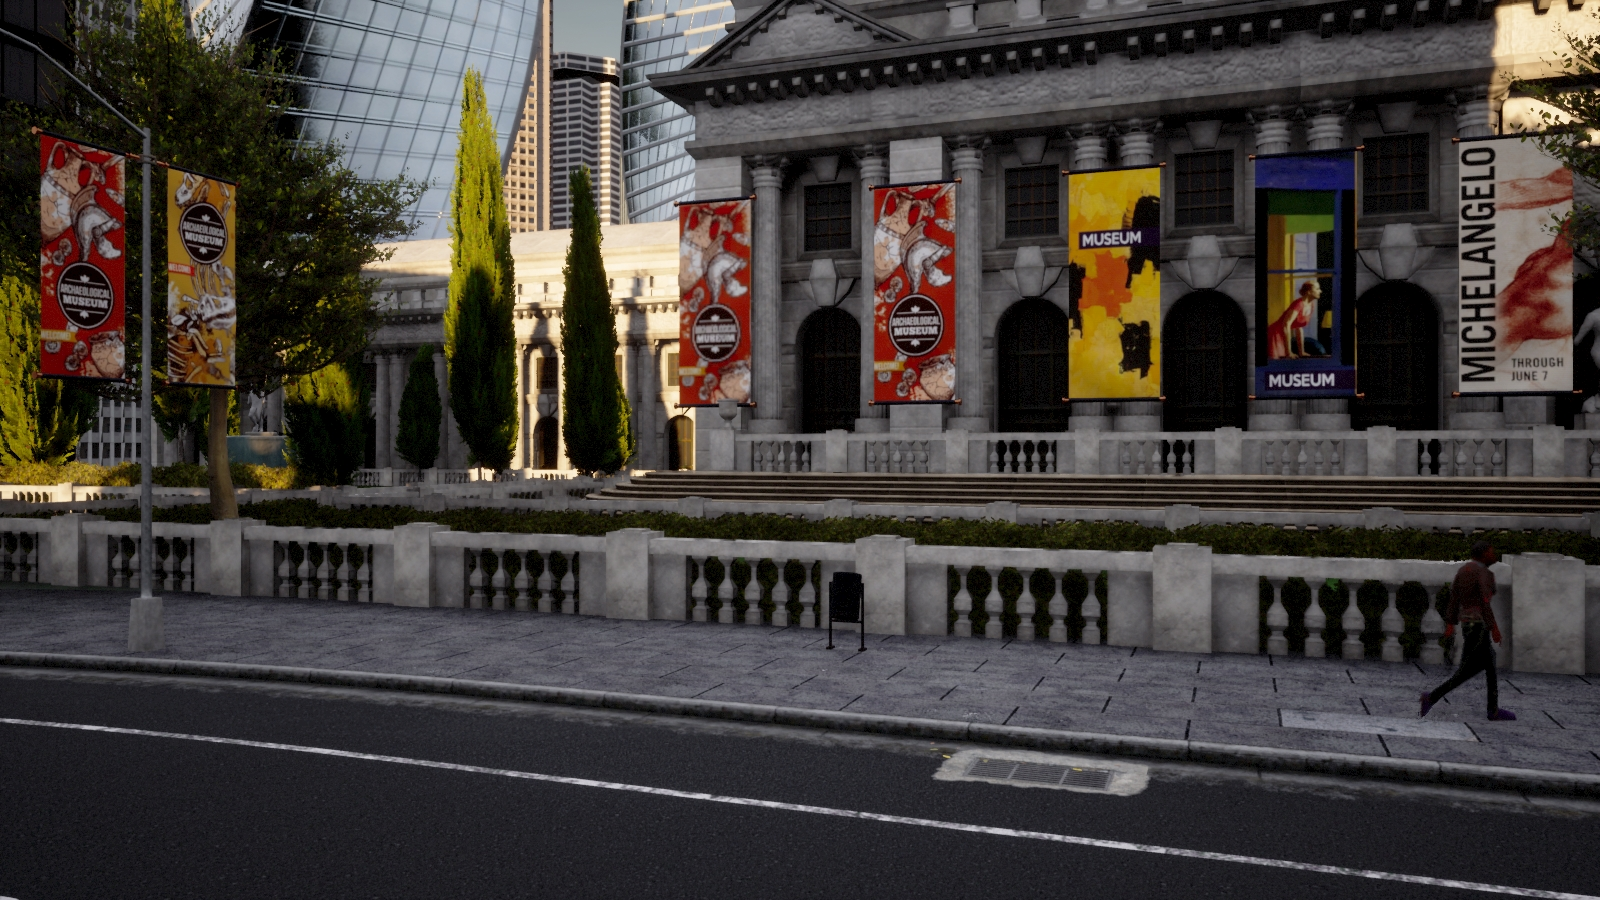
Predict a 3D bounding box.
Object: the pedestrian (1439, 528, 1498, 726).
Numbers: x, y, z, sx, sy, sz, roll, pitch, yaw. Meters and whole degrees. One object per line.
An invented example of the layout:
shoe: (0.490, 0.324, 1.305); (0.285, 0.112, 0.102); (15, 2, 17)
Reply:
pedestrian: (6.483, 1.696, 11.089); (0.375, 1.860, 0.375); (0, 0, 4)
